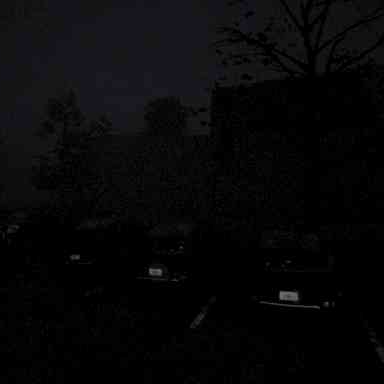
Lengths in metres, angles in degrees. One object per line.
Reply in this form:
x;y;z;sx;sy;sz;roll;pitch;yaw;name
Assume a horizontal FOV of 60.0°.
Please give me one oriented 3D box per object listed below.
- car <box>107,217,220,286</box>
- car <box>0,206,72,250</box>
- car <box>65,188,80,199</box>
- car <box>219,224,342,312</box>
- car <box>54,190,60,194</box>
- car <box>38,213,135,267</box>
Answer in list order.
-0.093;1.524;9.589;2.231;1.521;4.892;0;-1;17;car
-7.118;1.481;15.004;2.185;1.767;4.553;0;-1;19;car
-23.542;0.571;66.701;5.008;1.535;2.097;3;6;40;car
2.291;1.500;7.836;2.231;1.521;4.892;0;-1;17;car
-33.858;-0.245;80.247;4.674;1.452;2.002;1;4;38;car
-2.459;1.550;11.361;2.231;1.521;4.892;-1;-1;18;car
